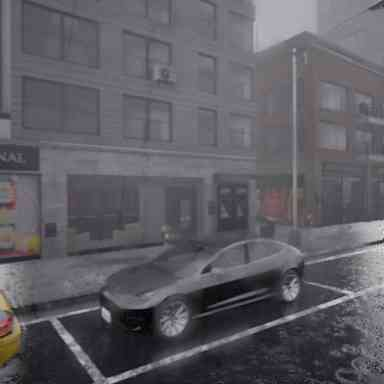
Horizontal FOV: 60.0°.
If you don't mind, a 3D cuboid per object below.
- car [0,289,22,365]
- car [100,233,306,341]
[{"bbox_3d":[-4.338,1.536,3.095,4.829,1.417,1.752,0,0,-35],"label":"car"},{"bbox_3d":[0.428,1.543,6.490,4.313,1.339,1.947,0,0,-35],"label":"car"}]
